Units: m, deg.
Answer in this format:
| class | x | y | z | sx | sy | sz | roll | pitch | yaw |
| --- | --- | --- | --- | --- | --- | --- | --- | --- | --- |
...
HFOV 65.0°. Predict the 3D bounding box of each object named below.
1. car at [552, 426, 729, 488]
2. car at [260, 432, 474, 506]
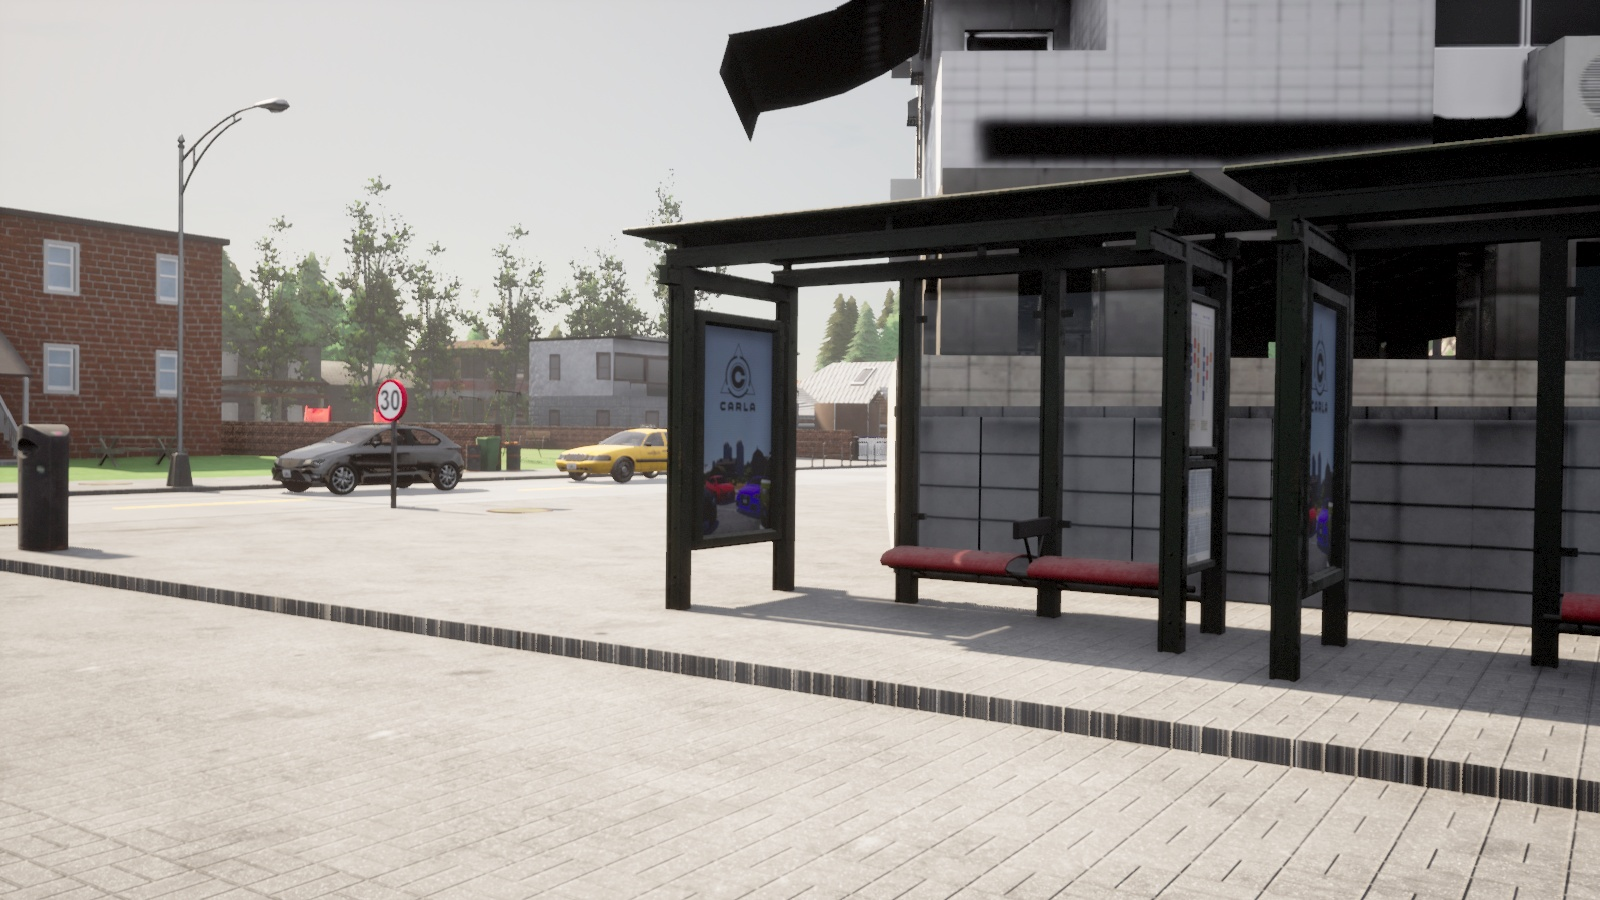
| class | x | y | z | sx | sy | sz | roll | pitch | yaw |
| --- | --- | --- | --- | --- | --- | --- | --- | --- | --- |
| car | -4.335 | 0.137 | 35.136 | 1.801 | 1.575 | 5.366 | 0 | 1 | 34 |
| car | -9.381 | 0.361 | 27.522 | 1.816 | 1.474 | 4.193 | 0 | 1 | 34 |
